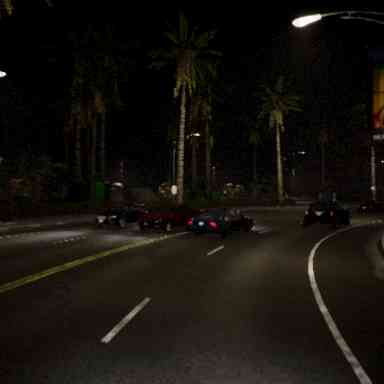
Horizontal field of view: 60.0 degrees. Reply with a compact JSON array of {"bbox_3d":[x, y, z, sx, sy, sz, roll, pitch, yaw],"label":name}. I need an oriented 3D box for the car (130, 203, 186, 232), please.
[{"bbox_3d":[-1.302,1.498,20.405,1.882,1.535,5.008,0,0,30],"label":"car"}]

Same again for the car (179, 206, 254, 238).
[{"bbox_3d":[1.703,1.584,18.208,2.033,1.411,5.357,0,0,30],"label":"car"}]

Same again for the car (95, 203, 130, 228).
[{"bbox_3d":[-4.307,1.489,22.250,2.128,1.511,4.902,0,0,30],"label":"car"}]

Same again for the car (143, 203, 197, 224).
[{"bbox_3d":[-1.637,1.585,25.945,1.994,1.385,4.181,0,0,36],"label":"car"}]

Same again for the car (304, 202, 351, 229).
[{"bbox_3d":[9.467,1.455,23.088,2.097,1.767,4.553,1,0,38],"label":"car"}]

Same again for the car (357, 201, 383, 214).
[{"bbox_3d":[21.055,1.778,38.652,4.181,1.385,1.994,0,0,-35],"label":"car"}]
